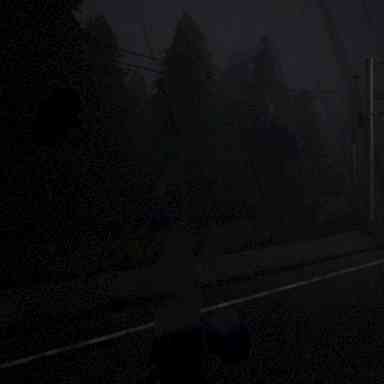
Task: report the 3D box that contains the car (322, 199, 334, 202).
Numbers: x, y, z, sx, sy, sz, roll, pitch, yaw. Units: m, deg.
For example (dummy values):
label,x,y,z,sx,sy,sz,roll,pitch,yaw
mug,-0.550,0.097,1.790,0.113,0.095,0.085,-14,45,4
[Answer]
label,x,y,z,sx,sy,sz,roll,pitch,yaw
car,15.651,0.722,43.089,2.150,2.045,5.566,0,0,-26
